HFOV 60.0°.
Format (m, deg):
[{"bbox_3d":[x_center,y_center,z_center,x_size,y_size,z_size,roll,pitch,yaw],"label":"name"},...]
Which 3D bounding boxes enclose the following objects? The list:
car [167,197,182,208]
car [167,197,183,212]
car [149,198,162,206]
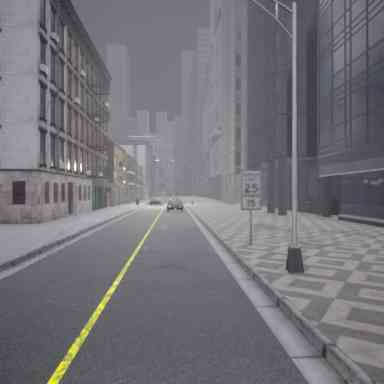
[{"bbox_3d":[-2.567,1.517,49.351,2.128,1.511,4.902,0,0,-2],"label":"car"},{"bbox_3d":[-1.978,1.617,39.177,1.895,1.301,4.718,0,0,-3],"label":"car"},{"bbox_3d":[-5.986,1.632,54.493,1.895,1.301,4.718,0,0,-3],"label":"car"}]
